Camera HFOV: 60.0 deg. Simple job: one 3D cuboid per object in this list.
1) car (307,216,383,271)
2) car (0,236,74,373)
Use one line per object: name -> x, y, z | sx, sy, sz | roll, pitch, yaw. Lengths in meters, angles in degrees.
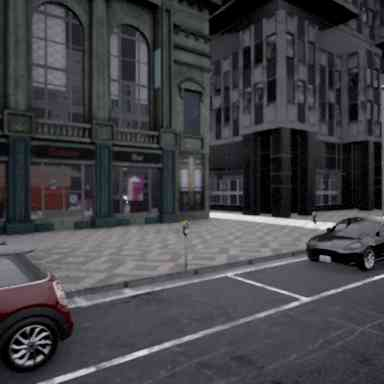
car -> 5.484, 1.462, 10.514 | 4.313, 1.339, 1.947 | -1, 1, -35
car -> -3.715, 1.447, 3.999 | 4.097, 1.590, 1.967 | -1, 1, -35
